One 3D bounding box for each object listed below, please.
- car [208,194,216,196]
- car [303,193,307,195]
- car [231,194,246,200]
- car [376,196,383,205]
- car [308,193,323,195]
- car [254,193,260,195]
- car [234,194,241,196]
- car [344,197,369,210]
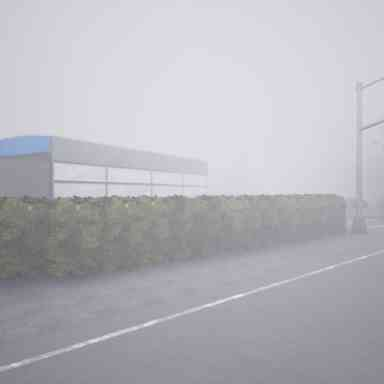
[{"bbox_3d":[4.481,1.298,85.273,4.514,1.523,2.007,0,0,-41],"label":"car"},{"bbox_3d":[24.932,1.077,72.649,3.866,1.878,1.905,0,0,-41],"label":"car"},{"bbox_3d":[12.221,1.232,87.059,3.806,1.475,1.970,0,0,-41],"label":"car"},{"bbox_3d":[31.502,1.384,53.928,3.806,1.475,1.970,0,0,-41],"label":"car"},{"bbox_3d":[27.130,1.097,70.705,4.605,1.855,1.932,0,0,-41],"label":"car"},{"bbox_3d":[16.631,1.154,82.385,5.027,1.636,2.152,0,0,-41],"label":"car"},{"bbox_3d":[8.906,1.298,63.555,4.514,1.523,2.007,0,0,-41],"label":"car"},{"bbox_3d":[19.277,1.339,39.577,4.514,1.523,2.007,0,0,-41],"label":"car"}]
